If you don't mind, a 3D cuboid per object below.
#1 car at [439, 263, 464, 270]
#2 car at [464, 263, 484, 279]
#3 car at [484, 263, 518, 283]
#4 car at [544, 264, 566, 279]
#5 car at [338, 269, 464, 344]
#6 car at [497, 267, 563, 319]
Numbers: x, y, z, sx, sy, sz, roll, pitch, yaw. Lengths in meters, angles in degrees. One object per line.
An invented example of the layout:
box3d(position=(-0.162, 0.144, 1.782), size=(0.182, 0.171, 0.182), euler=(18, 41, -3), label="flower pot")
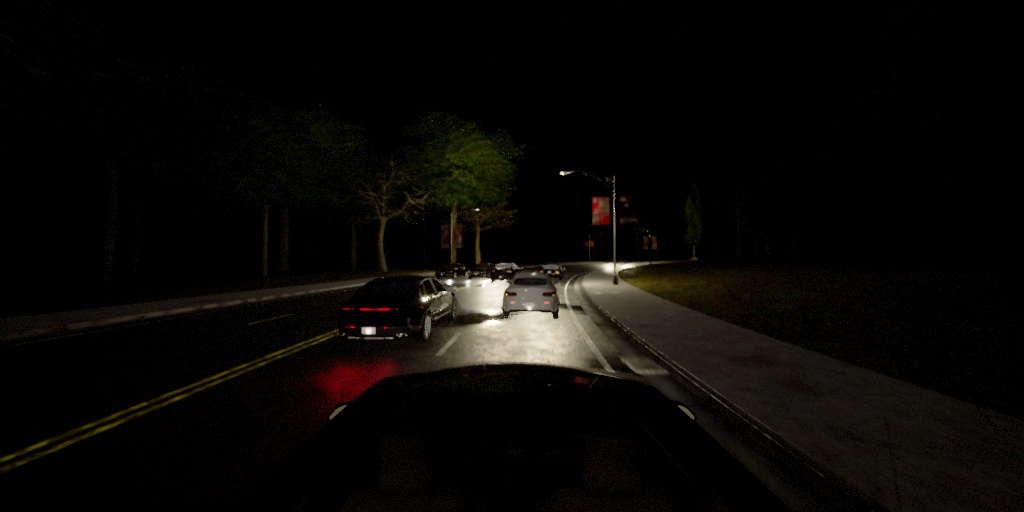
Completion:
box3d(position=(-5.782, 1.410, 34.773), size=(1.837, 1.490, 4.892), euler=(0, 0, 13), label="car")
box3d(position=(-2.622, 1.388, 34.015), size=(1.837, 1.490, 4.892), euler=(0, 0, 13), label="car")
box3d(position=(-0.349, 1.317, 28.182), size=(2.128, 1.511, 4.902), euler=(0, 0, 11), label="car")
box3d(position=(3.585, 1.365, 31.313), size=(2.033, 1.411, 5.357), euler=(0, 0, 13), label="car")
box3d(position=(-2.773, 1.280, 9.726), size=(1.837, 1.490, 4.892), euler=(0, 0, 4), label="car")
box3d(position=(0.729, 1.311, 13.013), size=(1.812, 1.442, 4.674), euler=(0, 0, 5), label="car")
